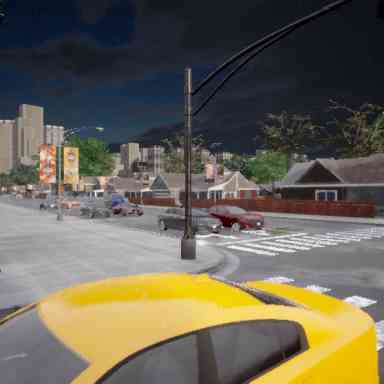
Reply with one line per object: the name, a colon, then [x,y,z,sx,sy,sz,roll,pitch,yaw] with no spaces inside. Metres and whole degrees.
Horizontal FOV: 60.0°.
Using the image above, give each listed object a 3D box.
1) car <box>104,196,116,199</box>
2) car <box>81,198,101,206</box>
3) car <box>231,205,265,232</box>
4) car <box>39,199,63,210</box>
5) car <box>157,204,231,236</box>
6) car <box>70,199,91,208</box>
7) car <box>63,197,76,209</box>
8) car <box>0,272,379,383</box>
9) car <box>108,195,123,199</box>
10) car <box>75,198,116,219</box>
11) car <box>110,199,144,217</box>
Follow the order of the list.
car: [-13.359,1.788,49.127,1.837,1.490,4.892,0,0,-35]
car: [-19.095,1.910,62.625,2.033,1.411,5.357,0,0,-35]
car: [2.373,1.568,21.060,1.882,1.535,5.008,0,0,-35]
car: [-20.783,1.801,48.173,2.128,1.511,4.902,0,0,-35]
car: [-0.246,1.597,19.137,1.837,1.490,4.892,0,-1,-35]
car: [-19.410,1.889,57.611,2.033,1.411,5.357,0,0,-34]
car: [-18.252,1.658,50.226,2.097,1.767,4.553,0,0,-35]
car: [-0.577,1.477,2.399,5.008,1.535,1.882,0,1,-36]
car: [-12.943,1.526,54.145,2.150,2.045,5.566,0,0,-36]
car: [-9.353,1.690,31.941,1.837,1.490,4.892,0,1,-36]
car: [-6.559,1.749,33.625,1.994,1.385,4.181,0,0,-35]
